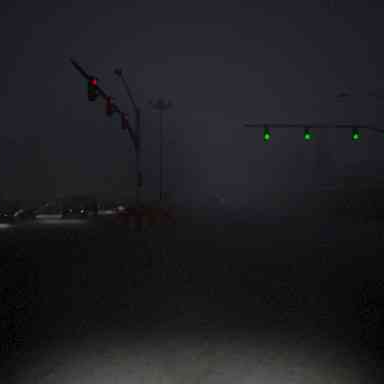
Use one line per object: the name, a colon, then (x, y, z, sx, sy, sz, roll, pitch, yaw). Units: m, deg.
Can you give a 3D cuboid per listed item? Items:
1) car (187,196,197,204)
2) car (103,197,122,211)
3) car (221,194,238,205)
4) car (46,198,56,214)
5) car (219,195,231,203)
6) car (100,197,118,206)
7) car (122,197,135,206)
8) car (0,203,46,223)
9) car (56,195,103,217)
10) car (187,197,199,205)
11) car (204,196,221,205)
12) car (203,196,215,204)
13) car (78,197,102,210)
car: (0.033, 1.654, 69.288, 1.994, 1.385, 4.181, 0, 0, 0)
car: (-10.575, 1.587, 42.169, 1.812, 1.442, 4.674, 0, 0, 0)
car: (7.120, 1.309, 60.919, 2.150, 2.045, 5.566, 0, 0, 0)
car: (-14.080, 1.405, 35.998, 2.097, 1.767, 4.553, 0, 0, 0)
car: (7.035, 1.458, 71.281, 2.097, 1.767, 4.553, 0, 0, 1)
car: (-14.003, 1.607, 56.314, 1.812, 1.442, 4.674, 0, 0, 1)
car: (-10.523, 1.571, 54.398, 2.128, 1.511, 4.902, 0, 0, 1)
car: (-14.088, 1.586, 26.569, 2.033, 1.411, 5.357, 0, 0, 0)
car: (-10.597, 1.269, 31.864, 2.150, 2.045, 5.566, 0, 0, 0)
car: (0.128, 1.590, 59.215, 1.837, 1.490, 4.892, 0, 0, 0)
car: (3.627, 1.590, 58.921, 1.837, 1.490, 4.892, 0, 0, 0)
car: (3.533, 1.625, 69.321, 2.128, 1.511, 4.902, 0, 0, 0)
car: (-14.063, 1.545, 46.120, 1.882, 1.535, 5.008, 0, 0, 0)
